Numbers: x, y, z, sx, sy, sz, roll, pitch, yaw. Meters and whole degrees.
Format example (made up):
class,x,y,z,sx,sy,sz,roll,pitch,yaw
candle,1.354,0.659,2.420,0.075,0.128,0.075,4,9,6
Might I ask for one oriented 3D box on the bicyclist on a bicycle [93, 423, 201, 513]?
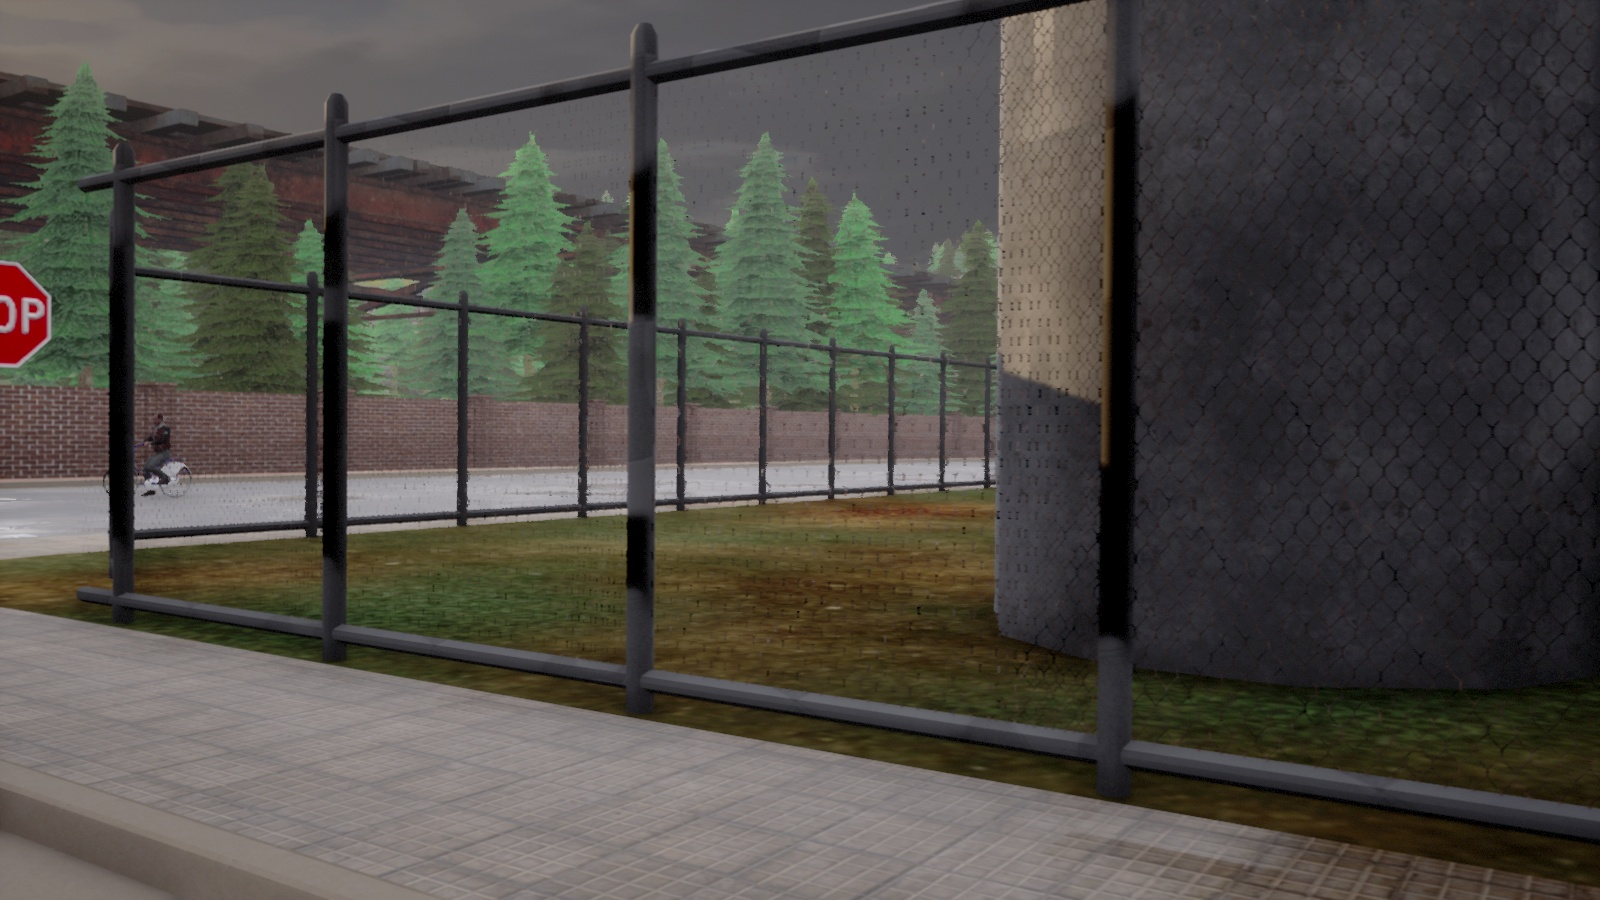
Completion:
class,x,y,z,sx,sy,sz,roll,pitch,yaw
bicyclist on a bicycle,-13.342,0.351,25.699,0.659,1.776,1.843,0,1,34
